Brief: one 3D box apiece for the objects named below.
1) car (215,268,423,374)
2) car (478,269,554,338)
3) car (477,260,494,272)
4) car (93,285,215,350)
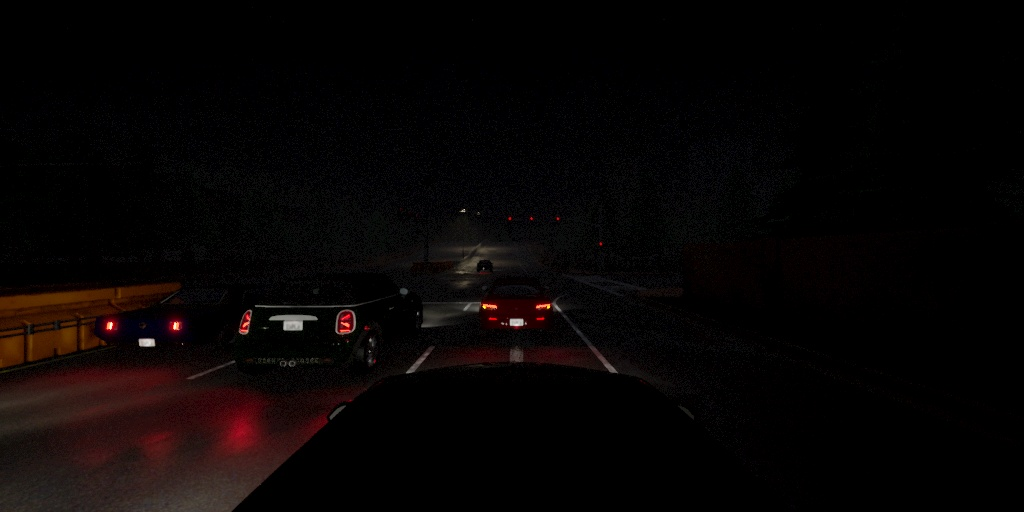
[{"bbox_3d":[-3.399,1.102,7.690,2.097,1.767,4.553,0,0,0],"label":"car"},{"bbox_3d":[0.099,1.275,10.079,1.812,1.442,4.674,0,0,0],"label":"car"},{"bbox_3d":[-3.403,1.252,45.453,1.837,1.490,4.892,0,0,0],"label":"car"},{"bbox_3d":[-6.900,1.350,9.004,1.895,1.301,4.718,0,0,0],"label":"car"}]
